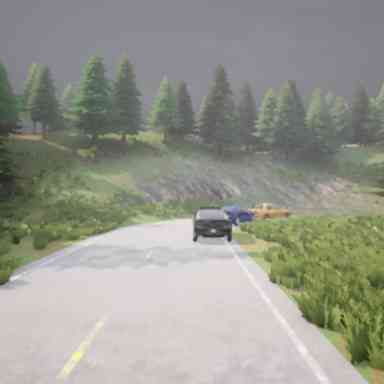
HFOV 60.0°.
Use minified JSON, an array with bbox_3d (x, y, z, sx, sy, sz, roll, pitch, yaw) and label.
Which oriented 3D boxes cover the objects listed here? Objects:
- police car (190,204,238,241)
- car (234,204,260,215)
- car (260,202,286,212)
[{"bbox_3d":[0.964,1.563,17.532,1.930,1.638,5.238,0,0,0],"label":"police car"},{"bbox_3d":[3.235,1.679,25.583,1.882,1.535,5.008,0,-1,32],"label":"car"},{"bbox_3d":[6.759,1.687,29.542,5.366,1.575,1.801,0,-1,-39],"label":"car"}]
